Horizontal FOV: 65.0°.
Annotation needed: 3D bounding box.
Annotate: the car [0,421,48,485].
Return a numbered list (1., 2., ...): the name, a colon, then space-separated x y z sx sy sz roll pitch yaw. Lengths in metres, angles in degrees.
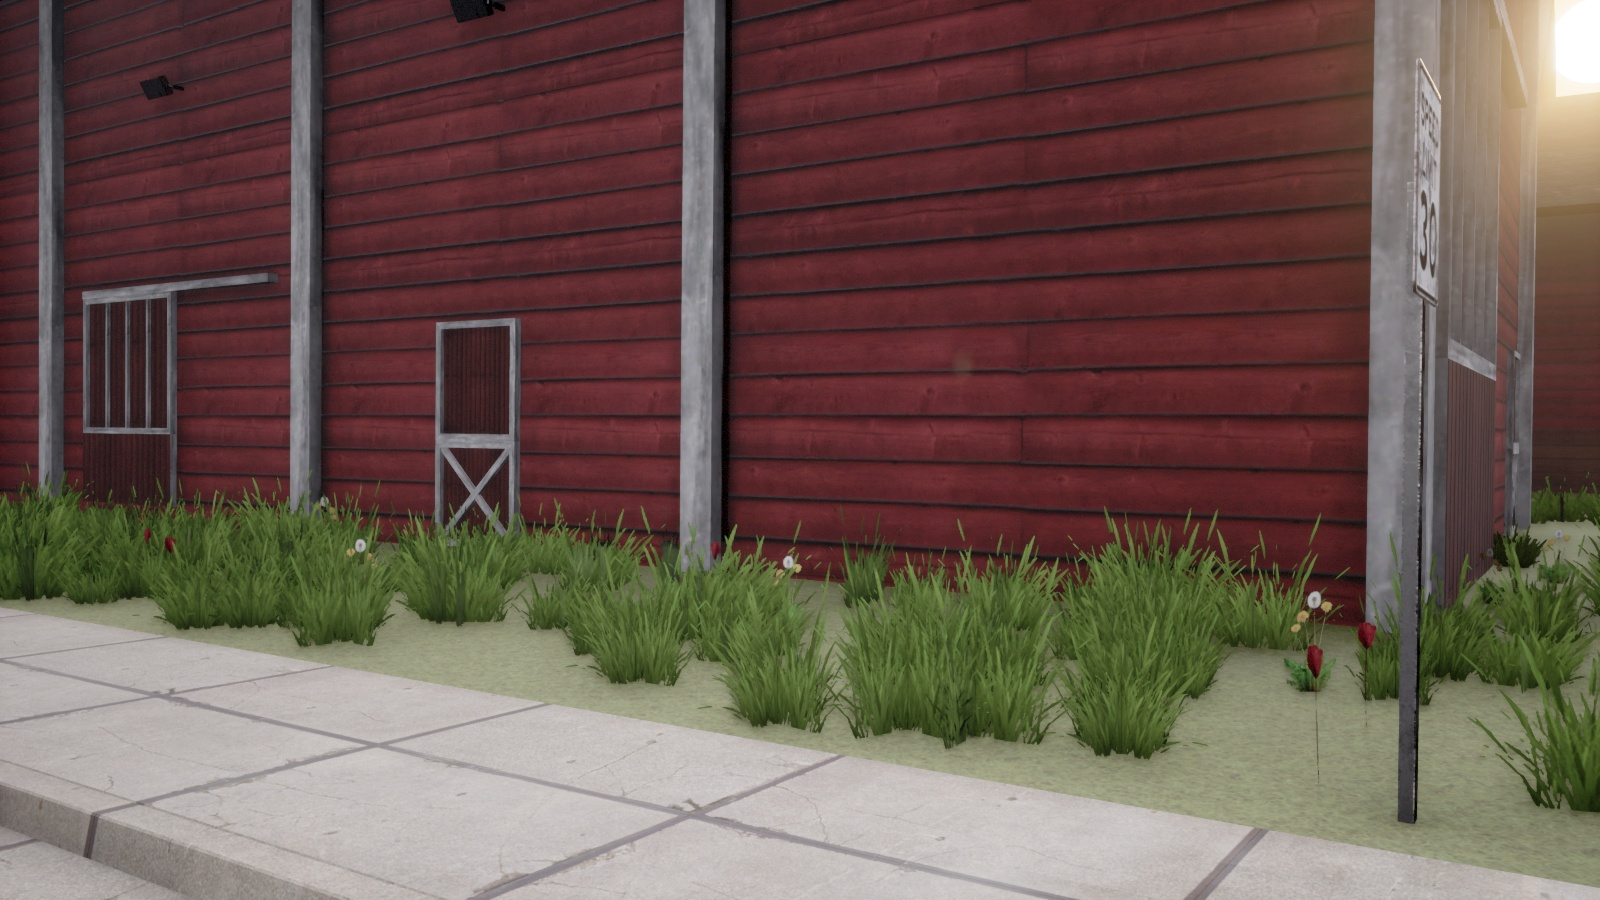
1. car: -27.174 0.125 39.595 2.150 2.045 5.566 0 1 33
